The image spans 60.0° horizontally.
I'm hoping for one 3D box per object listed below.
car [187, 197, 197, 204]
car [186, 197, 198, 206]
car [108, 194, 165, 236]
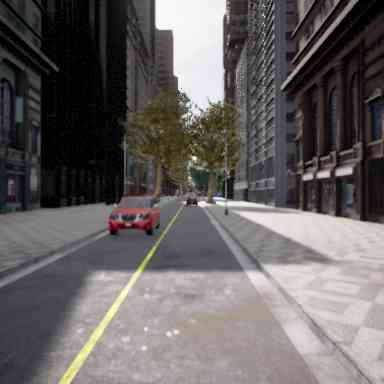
[{"bbox_3d":[-0.001,1.600,64.913,1.994,1.385,4.181,0,0,0],"label":"car"},{"bbox_3d":[0.000,1.501,54.460,1.882,1.535,5.008,0,0,0],"label":"car"},{"bbox_3d":[-3.022,1.230,18.650,2.150,2.045,5.566,0,0,0],"label":"car"}]
